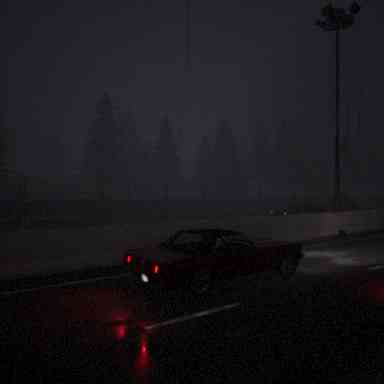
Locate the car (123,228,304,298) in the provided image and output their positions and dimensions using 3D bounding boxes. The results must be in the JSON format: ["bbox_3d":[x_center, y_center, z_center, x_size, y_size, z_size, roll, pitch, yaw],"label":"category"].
[{"bbox_3d":[0.774,1.606,8.597,4.718,1.301,1.895,0,0,-35],"label":"car"}]

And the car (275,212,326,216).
[{"bbox_3d":[8.812,1.574,27.460,5.357,1.411,2.033,0,0,-35],"label":"car"}]
